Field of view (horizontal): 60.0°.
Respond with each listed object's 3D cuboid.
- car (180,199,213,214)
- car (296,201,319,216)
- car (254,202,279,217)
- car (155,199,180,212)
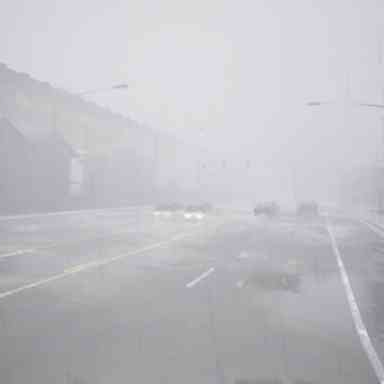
[{"bbox_3d":[0.780,1.474,34.962,1.994,1.385,4.181,1,0,21],"label":"car"},{"bbox_3d":[11.693,1.589,33.622,1.812,1.442,4.674,1,0,21],"label":"car"},{"bbox_3d":[7.170,1.608,31.563,1.895,1.301,4.718,1,0,21],"label":"car"},{"bbox_3d":[-2.402,1.426,36.439,1.994,1.385,4.181,1,0,21],"label":"car"}]
